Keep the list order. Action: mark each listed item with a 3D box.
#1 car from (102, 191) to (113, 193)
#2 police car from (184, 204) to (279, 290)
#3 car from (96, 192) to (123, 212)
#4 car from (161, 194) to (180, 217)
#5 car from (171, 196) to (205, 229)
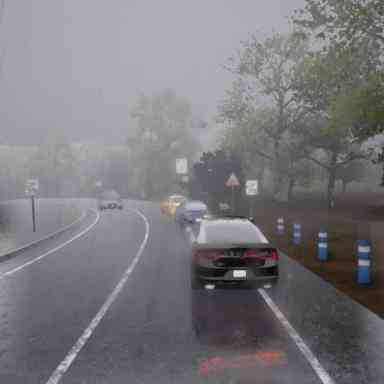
[{"bbox_3d":[-11.740,0.609,46.402,2.033,1.411,5.357,-5,3,-35],"label":"car"},{"bbox_3d":[0.865,1.369,9.147,1.930,1.638,5.238,0,1,-2],"label":"police car"},{"bbox_3d":[-7.668,1.032,30.959,1.994,1.385,4.181,-2,2,-21],"label":"car"},{"bbox_3d":[-1.220,0.936,25.653,1.801,1.575,5.366,-2,2,-14],"label":"car"},{"bbox_3d":[0.035,1.201,19.322,1.812,1.442,4.674,-1,2,-8],"label":"car"}]
